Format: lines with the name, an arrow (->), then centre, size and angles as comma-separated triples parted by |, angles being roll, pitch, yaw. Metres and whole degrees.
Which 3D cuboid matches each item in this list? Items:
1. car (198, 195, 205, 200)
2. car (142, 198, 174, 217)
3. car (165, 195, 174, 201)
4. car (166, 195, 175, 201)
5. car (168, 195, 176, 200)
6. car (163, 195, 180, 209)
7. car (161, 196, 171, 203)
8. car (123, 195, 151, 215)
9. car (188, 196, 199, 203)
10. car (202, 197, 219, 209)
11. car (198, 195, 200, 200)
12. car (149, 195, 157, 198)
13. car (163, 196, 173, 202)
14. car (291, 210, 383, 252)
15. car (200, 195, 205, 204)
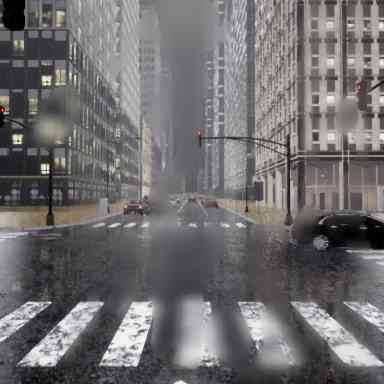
car -> 2.667, 1.583, 95.185 | 1.887, 1.381, 4.507 | 1, 0, 0
car -> -3.113, 1.559, 31.340 | 2.033, 1.411, 5.357 | 0, 0, 0
car -> -5.709, 1.578, 83.950 | 1.887, 1.381, 4.507 | 1, 0, 0
car -> -5.711, 1.587, 89.525 | 2.008, 1.369, 4.403 | 1, 0, 0
car -> -5.714, 1.605, 95.101 | 1.947, 1.339, 4.313 | 1, 0, 0
car -> -3.111, 1.543, 46.701 | 1.812, 1.442, 4.674 | 0, 0, 0
car -> -5.704, 1.573, 72.800 | 1.887, 1.381, 4.507 | 1, 0, 0
car -> -5.687, 1.453, 33.774 | 1.967, 1.590, 4.097 | 1, 0, 0
car -> 0.056, 1.573, 70.490 | 2.033, 1.411, 5.357 | 0, 0, 0
car -> 2.686, 1.599, 44.989 | 1.802, 1.307, 4.206 | 1, 0, 0
car -> 2.680, 1.590, 61.722 | 1.947, 1.339, 4.313 | 1, 0, 0
car -> -5.689, 1.332, 44.924 | 2.192, 1.841, 5.009 | 1, 0, 0
car -> -5.706, 1.582, 78.375 | 2.008, 1.369, 4.403 | 1, 0, 0
car -> 6.407, 1.504, 12.944 | 4.892, 1.490, 1.837 | 0, 1, 15
car -> 2.683, 1.547, 56.315 | 1.752, 1.417, 4.829 | 1, 0, 0
